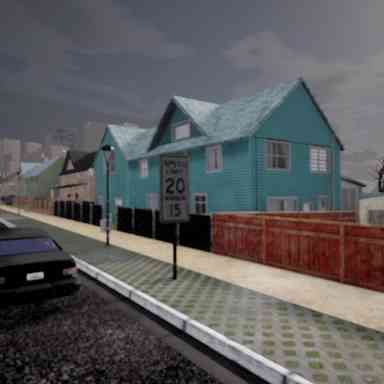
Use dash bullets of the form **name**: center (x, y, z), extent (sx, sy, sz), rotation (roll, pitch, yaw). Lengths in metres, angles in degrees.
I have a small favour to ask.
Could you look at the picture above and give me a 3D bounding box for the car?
- **car**: center (-4.275, 1.560, 8.003), extent (2.033, 1.411, 5.357), rotation (0, 0, -36)
